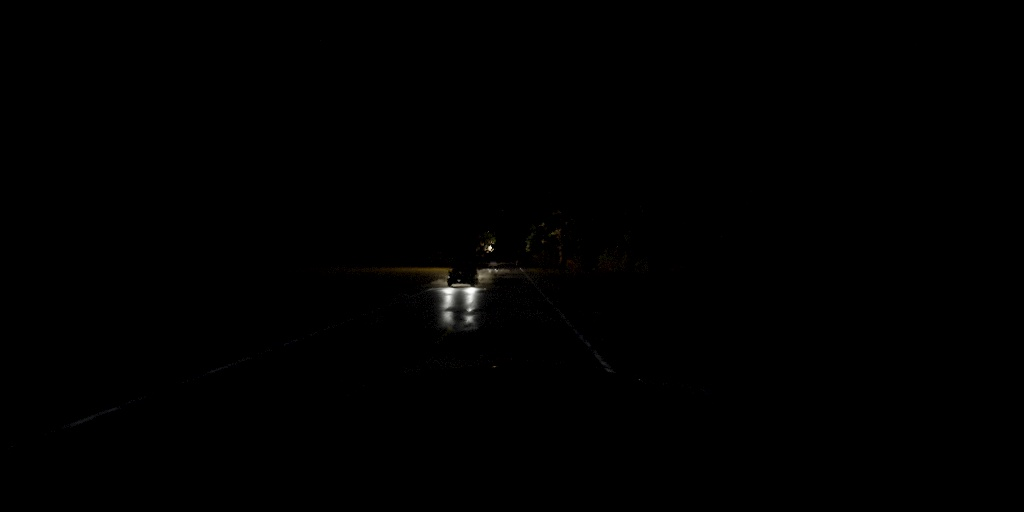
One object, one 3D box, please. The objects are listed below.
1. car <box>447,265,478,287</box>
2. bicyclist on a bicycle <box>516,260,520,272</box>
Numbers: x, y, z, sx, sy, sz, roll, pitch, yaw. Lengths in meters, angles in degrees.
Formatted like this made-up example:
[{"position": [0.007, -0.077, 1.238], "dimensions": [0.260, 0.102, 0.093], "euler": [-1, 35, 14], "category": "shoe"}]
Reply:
[{"position": [-3.593, 1.447, 26.767], "dimensions": [1.837, 1.490, 4.892], "euler": [0, -1, 0], "category": "car"}, {"position": [0.960, 1.606, 53.907], "dimensions": [0.582, 1.620, 1.656], "euler": [0, -1, 0], "category": "bicyclist on a bicycle"}]
